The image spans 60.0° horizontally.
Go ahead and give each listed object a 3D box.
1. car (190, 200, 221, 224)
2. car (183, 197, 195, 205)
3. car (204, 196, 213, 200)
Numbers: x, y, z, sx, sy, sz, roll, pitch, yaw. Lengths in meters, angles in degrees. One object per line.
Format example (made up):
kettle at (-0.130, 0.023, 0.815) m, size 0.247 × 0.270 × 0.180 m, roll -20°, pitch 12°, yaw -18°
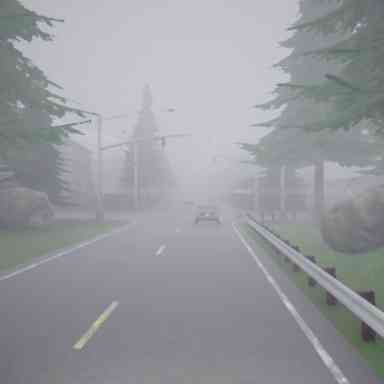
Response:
car at (1.179, 1.593, 25.050) m, size 2.033 × 1.411 × 5.357 m, roll 0°, pitch 0°, yaw 3°
car at (-0.553, 1.598, 59.852) m, size 1.882 × 1.535 × 5.008 m, roll 0°, pitch 0°, yaw 4°
car at (3.706, 1.641, 73.464) m, size 1.895 × 1.301 × 4.718 m, roll 0°, pitch 0°, yaw 3°
